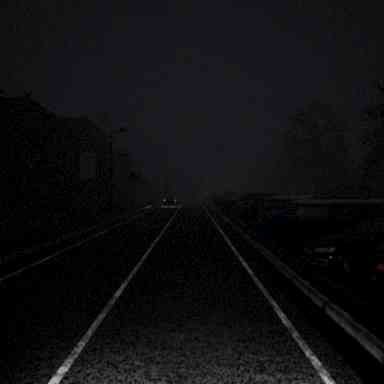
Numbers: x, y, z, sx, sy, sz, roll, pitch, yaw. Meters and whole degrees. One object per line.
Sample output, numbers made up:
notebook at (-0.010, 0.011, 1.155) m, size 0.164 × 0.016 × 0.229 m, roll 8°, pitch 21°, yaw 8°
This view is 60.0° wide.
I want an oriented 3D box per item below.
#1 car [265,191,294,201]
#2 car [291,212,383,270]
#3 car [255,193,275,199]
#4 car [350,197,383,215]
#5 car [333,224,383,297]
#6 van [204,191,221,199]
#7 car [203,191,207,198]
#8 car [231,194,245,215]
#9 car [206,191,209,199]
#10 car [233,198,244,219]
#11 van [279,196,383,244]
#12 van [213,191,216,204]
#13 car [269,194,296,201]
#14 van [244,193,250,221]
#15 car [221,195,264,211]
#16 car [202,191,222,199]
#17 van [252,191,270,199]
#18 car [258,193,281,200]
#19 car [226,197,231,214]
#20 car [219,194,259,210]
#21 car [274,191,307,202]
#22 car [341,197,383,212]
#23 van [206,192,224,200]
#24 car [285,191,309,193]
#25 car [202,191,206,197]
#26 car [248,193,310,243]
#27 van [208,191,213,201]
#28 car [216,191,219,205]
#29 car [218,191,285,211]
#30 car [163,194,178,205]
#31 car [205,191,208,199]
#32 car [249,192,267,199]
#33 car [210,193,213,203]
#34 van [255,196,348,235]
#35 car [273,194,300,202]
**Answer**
car at (18.661, 0.867, 71.449) m, size 5.566 × 2.045 × 2.435 m, roll 0°, pitch 0°, yaw 0°
car at (5.705, 1.488, 9.588) m, size 4.892 × 1.521 × 2.231 m, roll 0°, pitch 0°, yaw 0°
car at (18.668, 1.118, 85.375) m, size 4.674 × 1.452 × 2.002 m, roll 0°, pitch 0°, yaw 0°
car at (18.560, 1.336, 32.434) m, size 5.366 × 1.575 × 1.946 m, roll 0°, pitch 0°, yaw 0°
car at (5.700, 1.536, 6.785) m, size 4.674 × 1.452 × 2.002 m, roll 0°, pitch 0°, yaw 0°
van at (5.472, 0.865, 88.079) m, size 4.442 × 1.987 × 1.878 m, roll 0°, pitch 0°, yaw 0°
car at (5.601, 1.129, 74.058) m, size 4.892 × 1.521 × 2.231 m, roll 0°, pitch 0°, yaw 0°
car at (5.706, 1.268, 26.410) m, size 4.553 × 1.767 × 2.185 m, roll 0°, pitch 0°, yaw 0°
car at (5.808, 1.174, 62.853) m, size 5.366 × 1.575 × 1.946 m, roll 0°, pitch 0°, yaw 0°
car at (5.672, 1.411, 23.608) m, size 4.892 × 1.521 × 2.231 m, roll 0°, pitch 0°, yaw 0°
van at (5.811, 1.251, 12.395) m, size 4.442 × 1.987 × 1.878 m, roll 0°, pitch 0°, yaw 0°
van at (5.529, 1.052, 46.032) m, size 4.442 × 1.987 × 1.878 m, roll 0°, pitch 0°, yaw 0°
car at (18.688, 1.130, 68.664) m, size 5.008 × 1.535 × 2.097 m, roll 0°, pitch 0°, yaw 0°
van at (5.799, 1.201, 20.803) m, size 4.442 × 1.987 × 1.878 m, roll 0°, pitch 0°, yaw 0°
car at (5.627, 1.202, 37.623) m, size 4.553 × 1.767 × 2.185 m, roll 0°, pitch 0°, yaw 0°
car at (5.613, 0.827, 93.684) m, size 5.566 × 2.045 × 2.435 m, roll 0°, pitch 0°, yaw 0°
van at (18.782, 0.837, 90.947) m, size 4.442 × 1.987 × 1.878 m, roll 0°, pitch 0°, yaw 0°
car at (18.672, 1.093, 79.803) m, size 5.008 × 1.535 × 2.097 m, roll 0°, pitch 0°, yaw 0°
car at (5.668, 1.417, 29.214) m, size 4.674 × 1.452 × 2.002 m, roll 0°, pitch 0°, yaw 0°
car at (5.623, 1.185, 40.426) m, size 4.553 × 1.767 × 2.185 m, roll 0°, pitch 0°, yaw 0°
car at (18.672, 0.906, 63.094) m, size 5.566 × 2.045 × 2.435 m, roll 0°, pitch 0°, yaw 0°
car at (18.747, 1.323, 35.211) m, size 4.892 × 1.521 × 2.231 m, roll 0°, pitch 0°, yaw 0°
van at (5.710, 0.879, 82.472) m, size 4.442 × 1.987 × 1.878 m, roll 0°, pitch 0°, yaw 0°
car at (18.676, 0.921, 60.432) m, size 5.566 × 2.045 × 2.435 m, roll 0°, pitch 0°, yaw 0°
car at (5.630, 0.869, 76.865) m, size 5.566 × 2.045 × 2.435 m, roll 0°, pitch 0°, yaw 0°
car at (5.662, 1.209, 15.196) m, size 5.566 × 2.045 × 2.435 m, roll 0°, pitch 0°, yaw 0°
van at (5.513, 0.985, 57.245) m, size 4.442 × 1.987 × 1.878 m, roll 0°, pitch 0°, yaw 0°
car at (5.634, 1.093, 34.819) m, size 5.566 × 2.045 × 2.435 m, roll 0°, pitch 0°, yaw 0°
car at (5.638, 1.109, 32.016) m, size 5.566 × 2.045 × 2.435 m, roll 0°, pitch 0°, yaw 0°
car at (-3.256, 1.136, 51.595) m, size 2.097 × 1.767 × 4.553 m, roll 0°, pitch 0°, yaw 0°
car at (5.613, 1.162, 65.653) m, size 5.008 × 1.535 × 2.097 m, roll 0°, pitch 0°, yaw 0°
car at (18.634, 0.933, 93.727) m, size 4.553 × 1.767 × 2.185 m, roll 0°, pitch 0°, yaw 0°
car at (5.637, 1.261, 48.837) m, size 5.008 × 1.535 × 2.097 m, roll 0°, pitch 0°, yaw 0°
van at (5.803, 1.218, 18.000) m, size 4.442 × 1.987 × 1.878 m, roll 0°, pitch 0°, yaw 0°
car at (18.695, 1.182, 66.003) m, size 4.674 × 1.452 × 2.002 m, roll 0°, pitch 0°, yaw 0°
